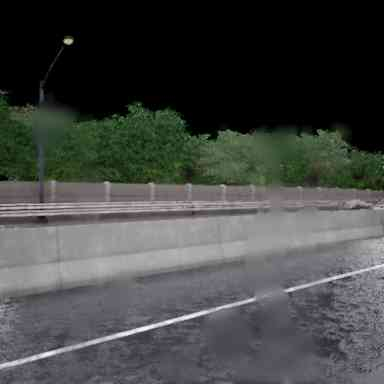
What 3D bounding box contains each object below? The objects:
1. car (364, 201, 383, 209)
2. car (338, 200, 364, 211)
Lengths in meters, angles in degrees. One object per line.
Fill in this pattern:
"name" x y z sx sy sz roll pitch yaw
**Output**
"car" 21.440 1.681 36.454 4.902 1.511 2.128 1 0 -35
"car" 19.095 1.710 39.081 4.674 1.442 1.812 1 0 -35
